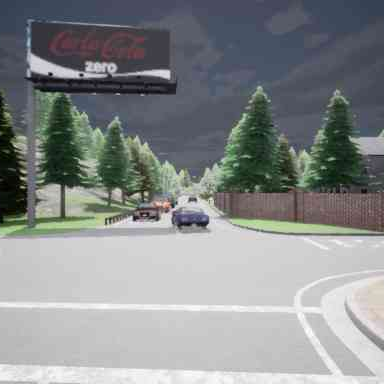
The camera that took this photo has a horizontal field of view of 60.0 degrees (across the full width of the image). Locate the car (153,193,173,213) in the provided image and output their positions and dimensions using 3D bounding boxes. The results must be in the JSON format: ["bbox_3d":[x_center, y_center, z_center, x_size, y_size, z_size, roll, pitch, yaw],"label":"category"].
[{"bbox_3d":[-3.574,1.352,36.912,2.097,1.767,4.553,0,0,0],"label":"car"}]

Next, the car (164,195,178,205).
[{"bbox_3d":[-3.515,1.352,57.559,2.097,1.767,4.553,0,0,1],"label":"car"}]

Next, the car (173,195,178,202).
[{"bbox_3d":[-3.554,1.221,47.235,2.150,2.045,5.566,0,0,0],"label":"car"}]

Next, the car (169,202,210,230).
[{"bbox_3d":[-0.198,1.624,21.825,1.895,1.301,4.718,0,1,-9],"label":"car"}]

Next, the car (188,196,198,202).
[{"bbox_3d":[0.150,1.505,68.785,1.837,1.490,4.892,0,0,0],"label":"car"}]

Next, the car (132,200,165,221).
[{"bbox_3d":[-3.553,1.564,26.821,1.994,1.385,4.181,0,0,-1],"label":"car"}]
